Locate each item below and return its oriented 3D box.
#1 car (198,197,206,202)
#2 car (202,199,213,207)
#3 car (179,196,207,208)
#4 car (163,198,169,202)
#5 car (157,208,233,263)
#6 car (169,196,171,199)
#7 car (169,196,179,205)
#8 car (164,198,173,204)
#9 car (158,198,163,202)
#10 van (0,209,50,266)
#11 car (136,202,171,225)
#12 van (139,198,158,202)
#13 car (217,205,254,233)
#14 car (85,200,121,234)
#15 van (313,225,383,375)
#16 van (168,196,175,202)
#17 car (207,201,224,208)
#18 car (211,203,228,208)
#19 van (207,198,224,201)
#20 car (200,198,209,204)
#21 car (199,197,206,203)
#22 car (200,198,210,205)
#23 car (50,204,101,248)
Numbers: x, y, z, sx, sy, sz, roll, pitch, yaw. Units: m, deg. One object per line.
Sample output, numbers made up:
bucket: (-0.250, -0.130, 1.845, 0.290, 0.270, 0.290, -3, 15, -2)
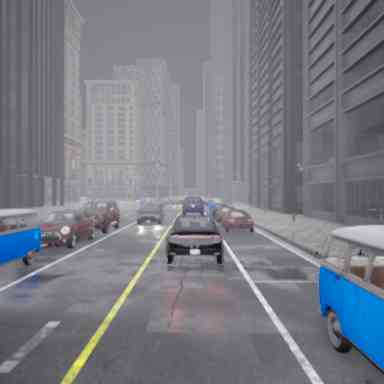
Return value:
car: (2.764, 2.189, 93.916, 2.008, 1.369, 4.403, 0, 0, 0)
car: (2.762, 1.964, 60.073, 1.887, 1.381, 4.507, 0, 0, 0)
car: (0.101, 1.466, 34.738, 2.150, 2.045, 5.566, 0, 0, 0)
car: (-5.764, 1.985, 60.070, 1.947, 1.339, 4.313, 0, 0, 0)
car: (0.092, 1.579, 12.315, 2.128, 1.511, 4.902, 0, 0, 0)
car: (-5.763, 1.935, 71.353, 1.967, 1.590, 4.097, 0, 0, 0)
car: (-3.001, 2.021, 67.638, 1.994, 1.385, 4.181, 0, 0, 0)
car: (-5.762, 2.133, 82.634, 1.947, 1.339, 4.313, 0, 0, 0)
car: (-5.764, 1.886, 48.789, 1.887, 1.381, 4.507, 0, 0, 0)
van: (-5.767, 1.407, 9.305, 1.690, 1.788, 3.998, 0, 0, 0)
car: (-3.098, 1.732, 26.235, 2.033, 1.411, 5.357, 0, 0, 0)
van: (-5.765, 1.644, 43.150, 1.690, 1.788, 3.998, 0, 0, 0)
car: (2.760, 1.728, 20.589, 1.802, 1.307, 4.206, 0, 0, 0)
car: (-5.766, 1.460, 20.587, 2.192, 1.841, 5.009, 0, 0, 0)
van: (2.758, 1.368, 3.669, 1.690, 1.788, 3.998, 0, 0, 0)
van: (-5.762, 1.979, 93.917, 1.690, 1.788, 3.998, 0, 0, 0)
car: (2.760, 1.790, 31.870, 1.947, 1.339, 4.313, 0, 0, 0)
car: (2.760, 1.767, 26.229, 1.802, 1.307, 4.206, 0, 0, 0)
van: (2.760, 1.605, 37.512, 1.690, 1.788, 3.998, 0, 0, 0)
car: (2.763, 2.098, 76.994, 1.947, 1.339, 4.313, 0, 0, 0)
car: (2.763, 2.130, 88.446, 1.752, 1.417, 4.829, 0, 0, 0)
car: (2.763, 2.046, 71.354, 2.008, 1.369, 4.403, 0, 0, 0)
car: (-5.766, 1.546, 14.945, 1.967, 1.590, 4.097, 0, 0, 0)
